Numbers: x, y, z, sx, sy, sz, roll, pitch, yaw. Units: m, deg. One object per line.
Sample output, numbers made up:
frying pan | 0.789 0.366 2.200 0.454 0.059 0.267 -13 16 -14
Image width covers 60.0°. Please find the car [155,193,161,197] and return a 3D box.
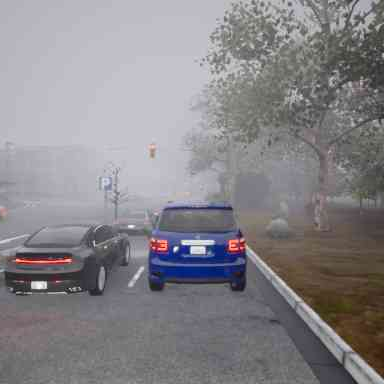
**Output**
car | -11.316 1.358 86.869 4.674 1.452 2.002 -1 0 -12

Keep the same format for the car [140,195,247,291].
car | 0.126 1.233 9.187 2.150 2.045 5.566 0 0 0

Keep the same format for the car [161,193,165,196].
car | -10.861 1.065 89.875 5.566 2.045 2.435 -1 0 -12

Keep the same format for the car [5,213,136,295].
car | -2.877 1.515 8.702 1.837 1.490 4.892 0 0 0

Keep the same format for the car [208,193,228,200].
car | 6.589 1.130 83.170 4.553 1.767 2.185 1 0 -12

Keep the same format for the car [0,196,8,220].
car | -16.588 1.404 25.137 4.553 1.767 2.185 -1 0 -19

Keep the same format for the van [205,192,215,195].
van | 4.386 1.043 65.505 4.442 1.987 1.878 1 0 -14

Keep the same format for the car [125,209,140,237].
car | -2.816 1.589 17.588 1.994 1.385 4.181 0 0 1

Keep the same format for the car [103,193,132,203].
car | -14.345 1.358 62.940 4.792 1.488 2.163 -1 0 -15

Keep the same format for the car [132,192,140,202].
car | -13.696 1.316 65.931 5.366 1.575 1.946 -1 0 -15

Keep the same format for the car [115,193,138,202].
car | -13.598 1.196 68.883 4.553 1.767 2.185 -1 0 -14

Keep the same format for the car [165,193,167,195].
car | -10.435 1.316 92.853 5.008 1.535 2.097 -1 0 -11

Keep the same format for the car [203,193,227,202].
car | 4.775 1.142 68.474 4.553 1.767 2.185 1 0 -14

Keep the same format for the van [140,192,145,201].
van | -13.127 1.093 71.922 4.442 1.987 1.878 -1 0 -14

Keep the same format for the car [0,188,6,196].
car | -31.080 0.137 53.834 2.002 1.452 4.674 6 -3 -19

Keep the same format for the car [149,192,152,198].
car | -12.517 1.360 77.887 4.674 1.452 2.002 -1 0 -13

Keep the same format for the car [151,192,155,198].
car | -12.141 1.359 80.888 4.674 1.452 2.002 -1 0 -13

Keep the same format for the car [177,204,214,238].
car | 0.202 1.531 19.046 1.837 1.490 4.892 0 0 0

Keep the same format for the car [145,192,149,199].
car | -12.895 1.322 74.893 4.892 1.521 2.231 -1 0 -13
